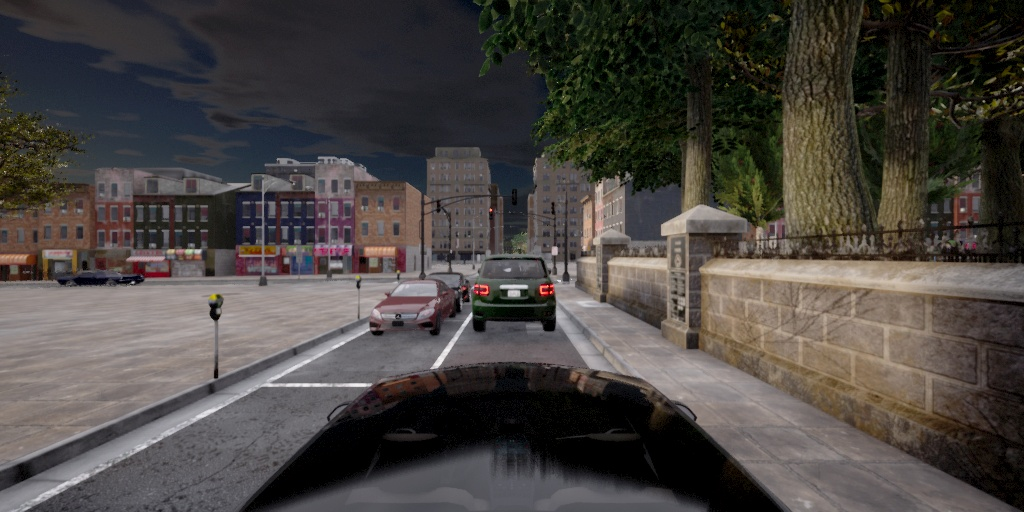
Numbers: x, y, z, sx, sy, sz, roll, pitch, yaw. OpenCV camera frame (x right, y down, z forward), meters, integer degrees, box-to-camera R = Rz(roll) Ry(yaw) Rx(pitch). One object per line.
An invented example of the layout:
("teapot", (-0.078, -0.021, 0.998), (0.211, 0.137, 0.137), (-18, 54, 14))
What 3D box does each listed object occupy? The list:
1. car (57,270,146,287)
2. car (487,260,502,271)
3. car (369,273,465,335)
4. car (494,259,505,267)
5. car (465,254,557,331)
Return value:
("car", (-30.655, 1.705, 26.890), (4.718, 1.301, 1.895), (-1, 0, 0))
("car", (-2.282, 1.251, 48.458), (1.812, 1.442, 4.674), (0, 0, 0))
("car", (-2.638, 1.329, 10.379), (1.802, 1.307, 4.207), (0, 0, 0))
("car", (-2.259, 1.240, 65.442), (1.812, 1.442, 4.674), (0, 0, 0))
("car", (0.076, 0.968, 11.058), (2.150, 2.045, 5.566), (0, 0, 1))
